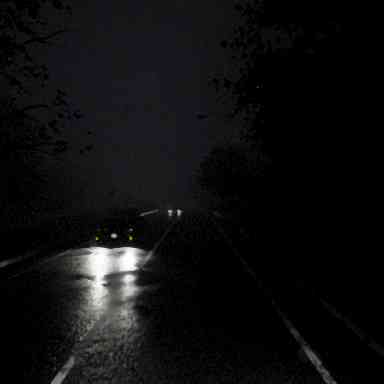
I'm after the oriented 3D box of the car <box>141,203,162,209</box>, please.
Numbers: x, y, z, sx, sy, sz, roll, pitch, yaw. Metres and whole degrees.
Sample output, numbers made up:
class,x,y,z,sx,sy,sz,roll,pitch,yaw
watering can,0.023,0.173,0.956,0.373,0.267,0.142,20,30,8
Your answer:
class,x,y,z,sx,sy,sz,roll,pitch,yaw
car,-9.692,3.424,79.878,4.674,1.452,2.002,0,-2,0

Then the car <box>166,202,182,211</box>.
class,x,y,z,sx,sy,sz,roll,pitch,yaw
car,-2.867,2.476,56.966,1.812,1.442,4.674,0,-2,1

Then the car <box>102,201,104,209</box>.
class,x,y,z,sx,sy,sz,roll,pitch,yaw
car,-22.808,3.142,74.625,4.892,1.521,2.231,0,-2,0

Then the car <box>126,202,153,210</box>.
class,x,y,z,sx,sy,sz,roll,pitch,yaw
car,-9.861,2.703,63.237,4.792,1.488,2.163,0,-2,1

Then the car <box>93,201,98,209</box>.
class,x,y,z,sx,sy,sz,roll,pitch,yaw
car,-22.857,2.899,68.964,5.008,1.535,2.097,0,-2,0

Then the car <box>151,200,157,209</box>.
class,x,y,z,sx,sy,sz,roll,pitch,yaw
car,-9.826,2.304,60.475,5.566,2.045,2.435,0,-2,0

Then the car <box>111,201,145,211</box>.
class,x,y,z,sx,sy,sz,roll,pitch,yaw
car,-9.931,2.227,52.151,4.892,1.521,2.231,0,-2,0

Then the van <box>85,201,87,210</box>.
class,x,y,z,sx,sy,sz,roll,pitch,yaw
van,-23.025,2.443,63.565,4.442,1.987,1.878,0,-2,0

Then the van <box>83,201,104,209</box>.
class,x,y,z,sx,sy,sz,roll,pitch,yaw
van,-22.907,3.034,77.403,4.442,1.987,1.878,0,-2,0

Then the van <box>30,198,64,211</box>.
class,x,y,z,sx,sy,sz,roll,pitch,yaw
van,-23.121,1.990,52.375,4.442,1.987,1.878,0,-2,0

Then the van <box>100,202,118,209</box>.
class,x,y,z,sx,sy,sz,roll,pitch,yaw
van,-22.789,3.685,91.221,4.442,1.987,1.878,0,-3,1

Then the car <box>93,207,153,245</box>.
class,x,y,z,sx,sy,sz,roll,pitch,yaw
car,-3.232,1.632,15.787,1.994,1.385,4.181,0,0,0

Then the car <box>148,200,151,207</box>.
class,x,y,z,sx,sy,sz,roll,pitch,yaw
car,-9.908,2.328,54.921,5.008,1.535,2.097,0,-2,0

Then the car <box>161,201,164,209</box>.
class,x,y,z,sx,sy,sz,roll,pitch,yaw
car,-9.683,3.295,77.103,4.792,1.488,2.163,0,-2,0

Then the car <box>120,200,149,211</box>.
class,x,y,z,sx,sy,sz,roll,pitch,yaw
car,-9.910,2.314,57.701,4.553,1.767,2.185,0,-2,0

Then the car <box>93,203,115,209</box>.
class,x,y,z,sx,sy,sz,roll,pitch,yaw
car,-22.725,3.614,85.694,5.008,1.535,2.097,0,-2,1

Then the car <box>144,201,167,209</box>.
class,x,y,z,sx,sy,sz,roll,pitch,yaw
car,-9.646,3.502,88.194,5.566,2.045,2.435,0,-3,0

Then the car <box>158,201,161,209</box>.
class,x,y,z,sx,sy,sz,roll,pitch,yaw
car,-9.766,3.028,71.559,5.008,1.535,2.097,0,-2,0

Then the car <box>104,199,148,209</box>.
class,x,y,z,sx,sy,sz,roll,pitch,yaw
car,-9.764,2.128,49.382,5.366,1.575,1.946,0,-2,0

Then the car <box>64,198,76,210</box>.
class,x,y,z,sx,sy,sz,roll,pitch,yaw
car,-23.007,2.071,55.265,5.566,2.045,2.435,0,-2,1

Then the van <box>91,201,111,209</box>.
class,x,y,z,sx,sy,sz,roll,pitch,yaw
van,-22.626,3.270,82.935,4.442,1.987,1.878,0,-2,1

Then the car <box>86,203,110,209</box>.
class,x,y,z,sx,sy,sz,roll,pitch,yaw
car,-22.583,3.375,80.160,5.366,1.575,1.946,0,-2,0

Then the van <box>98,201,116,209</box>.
class,x,y,z,sx,sy,sz,roll,pitch,yaw
van,-22.581,3.515,88.321,4.442,1.987,1.878,0,-3,0

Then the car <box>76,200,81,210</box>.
class,x,y,z,sx,sy,sz,roll,pitch,yaw
car,-22.771,2.431,58.020,5.366,1.575,1.946,0,-2,0

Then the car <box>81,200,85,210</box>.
class,x,y,z,sx,sy,sz,roll,pitch,yaw
car,-22.926,2.551,60.786,4.892,1.521,2.231,0,-2,1

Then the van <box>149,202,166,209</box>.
class,x,y,z,sx,sy,sz,roll,pitch,yaw
van,-9.478,3.691,90.963,4.442,1.987,1.878,0,-3,0

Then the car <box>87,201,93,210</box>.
class,x,y,z,sx,sy,sz,roll,pitch,yaw
car,-22.853,2.661,66.326,4.553,1.767,2.185,0,-2,1

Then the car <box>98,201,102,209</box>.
class,x,y,z,sx,sy,sz,roll,pitch,yaw
car,-22.833,3.023,71.857,5.008,1.535,2.097,0,-2,0
